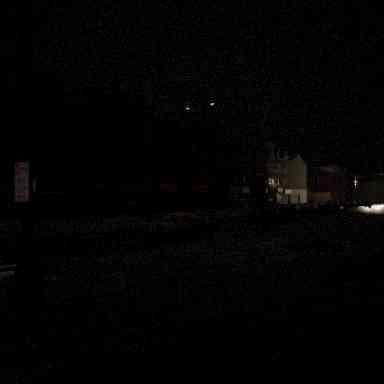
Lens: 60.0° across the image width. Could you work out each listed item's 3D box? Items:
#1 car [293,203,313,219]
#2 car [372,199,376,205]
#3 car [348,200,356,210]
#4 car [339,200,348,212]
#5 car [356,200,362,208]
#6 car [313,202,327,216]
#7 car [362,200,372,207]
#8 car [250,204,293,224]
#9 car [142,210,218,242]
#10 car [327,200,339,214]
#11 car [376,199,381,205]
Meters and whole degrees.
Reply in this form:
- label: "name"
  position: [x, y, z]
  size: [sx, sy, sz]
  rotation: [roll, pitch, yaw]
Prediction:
- label: "car"
  position: [9.237, 1.741, 30.533]
  size: [2.008, 1.369, 4.403]
  rotation: [-1, -1, 35]
- label: "car"
  position: [35.238, 2.209, 67.266]
  size: [1.887, 1.381, 4.507]
  rotation: [-1, -2, 35]
- label: "car"
  position: [22.238, 1.950, 48.900]
  size: [2.008, 1.369, 4.403]
  rotation: [-1, -1, 35]
- label: "car"
  position: [18.987, 1.782, 44.310]
  size: [1.967, 1.590, 4.097]
  rotation: [-1, -1, 35]
- label: "car"
  position: [25.488, 2.011, 53.491]
  size: [2.008, 1.369, 4.403]
  rotation: [-1, -1, 35]
- label: "car"
  position: [12.488, 1.819, 35.124]
  size: [1.802, 1.307, 4.206]
  rotation: [-1, -1, 35]
- label: "car"
  position: [31.989, 2.144, 62.675]
  size: [2.008, 1.369, 4.403]
  rotation: [-1, -1, 35]
- label: "car"
  position: [5.987, 1.713, 25.941]
  size: [1.947, 1.339, 4.313]
  rotation: [-1, -1, 35]
- label: "car"
  position: [-0.415, 1.597, 16.896]
  size: [1.752, 1.417, 4.829]
  rotation: [-1, -1, 35]
- label: "car"
  position: [15.737, 1.832, 39.716]
  size: [1.887, 1.381, 4.507]
  rotation: [-1, -1, 35]
- label: "car"
  position: [44.988, 2.458, 81.039]
  size: [2.008, 1.369, 4.403]
  rotation: [-2, -2, 35]
